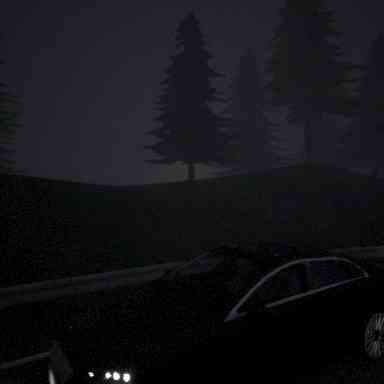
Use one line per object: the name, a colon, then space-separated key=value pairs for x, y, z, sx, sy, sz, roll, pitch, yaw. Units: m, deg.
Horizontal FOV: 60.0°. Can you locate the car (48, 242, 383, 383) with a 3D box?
car: x=0.783 y=1.488 z=4.388 sx=4.902 sy=1.511 sz=2.128 roll=0 pitch=0 yaw=-32
